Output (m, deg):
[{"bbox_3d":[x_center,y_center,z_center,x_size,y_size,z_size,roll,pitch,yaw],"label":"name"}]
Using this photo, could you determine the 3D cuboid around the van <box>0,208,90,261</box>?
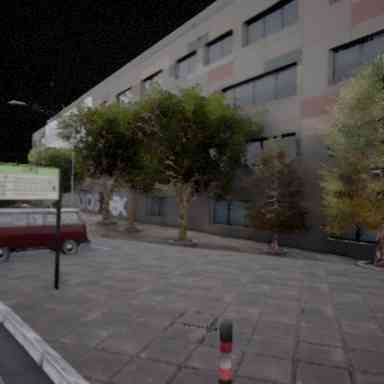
[{"bbox_3d":[-6.380,1.635,13.509,4.442,1.987,1.878,2,-4,-42],"label":"van"}]
